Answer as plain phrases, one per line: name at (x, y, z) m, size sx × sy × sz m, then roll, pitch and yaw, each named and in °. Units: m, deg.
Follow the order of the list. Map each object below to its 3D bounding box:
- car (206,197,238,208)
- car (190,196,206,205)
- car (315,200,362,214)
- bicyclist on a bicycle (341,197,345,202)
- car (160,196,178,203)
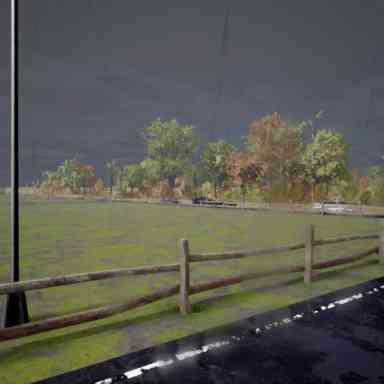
car at (4.595, 1.636, 48.737) m, size 1.895 × 1.301 × 4.718 m, roll 0°, pitch 0°, yaw -34°
car at (1.499, 1.514, 58.348) m, size 1.882 × 1.535 × 5.008 m, roll 0°, pitch 0°, yaw -34°
car at (14.790, 1.547, 33.877) m, size 1.812 × 1.442 × 4.674 m, roll 0°, pitch 0°, yaw -34°
bicyclist on a bicycle at (17.989, 1.480, 39.772) m, size 1.656 × 1.620 × 0.582 m, roll 0°, pitch 0°, yaw -34°
car at (-4.421, 1.579, 66.879) m, size 2.033 × 1.411 × 5.357 m, roll 0°, pitch 0°, yaw -34°
